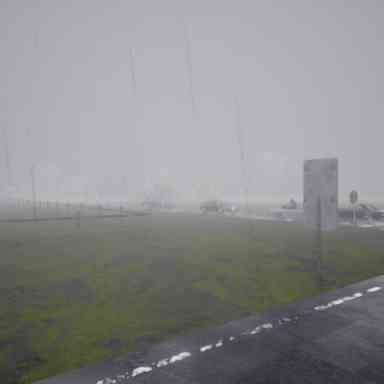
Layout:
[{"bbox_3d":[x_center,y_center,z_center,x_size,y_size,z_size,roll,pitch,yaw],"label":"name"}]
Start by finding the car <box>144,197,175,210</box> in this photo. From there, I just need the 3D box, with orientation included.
[{"bbox_3d":[-4.267,1.441,45.389,2.097,1.767,4.553,0,0,-35],"label":"car"}]

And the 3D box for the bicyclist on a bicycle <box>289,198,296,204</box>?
[{"bbox_3d":[10.492,1.486,34.797,1.656,1.620,0.582,0,0,-35],"label":"bicyclist on a bicycle"}]

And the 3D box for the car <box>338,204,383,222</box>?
[{"bbox_3d":[12.964,1.611,26.241,1.895,1.301,4.718,0,0,-35],"label":"car"}]

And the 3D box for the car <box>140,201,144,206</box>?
[{"bbox_3d":[-6.504,1.657,53.570,2.033,1.411,5.357,0,0,-35],"label":"car"}]

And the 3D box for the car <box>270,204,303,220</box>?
[{"bbox_3d":[8.736,1.624,26.915,1.895,1.301,4.718,0,0,-35],"label":"car"}]

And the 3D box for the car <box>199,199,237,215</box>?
[{"bbox_3d":[2.738,1.545,35.430,2.128,1.511,4.902,0,0,-35],"label":"car"}]
